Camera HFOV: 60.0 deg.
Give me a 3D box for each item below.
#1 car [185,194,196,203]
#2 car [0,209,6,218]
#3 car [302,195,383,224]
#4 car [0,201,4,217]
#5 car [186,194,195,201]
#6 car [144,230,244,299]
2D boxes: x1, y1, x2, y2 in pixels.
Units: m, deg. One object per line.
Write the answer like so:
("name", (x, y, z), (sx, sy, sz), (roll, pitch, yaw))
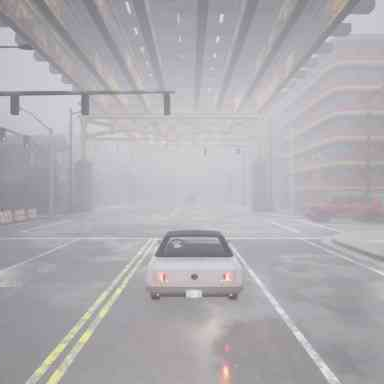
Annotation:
("car", (-0.277, 1.440, 67.439), (1.837, 1.490, 4.892), (0, 0, 0))
("car", (-16.863, 1.453, 25.047), (4.974, 1.542, 2.038), (0, 0, -20))
("car", (11.141, 1.223, 24.646), (5.566, 2.045, 2.150), (0, 0, 1))
("car", (-16.912, 1.295, 25.029), (4.536, 1.218, 1.853), (0, 0, -20))
("car", (-0.320, 1.310, 77.854), (1.882, 1.535, 5.008), (0, 1, 0))
("car", (0.046, 1.601, 8.390), (1.895, 1.301, 4.718), (0, 0, 0))
